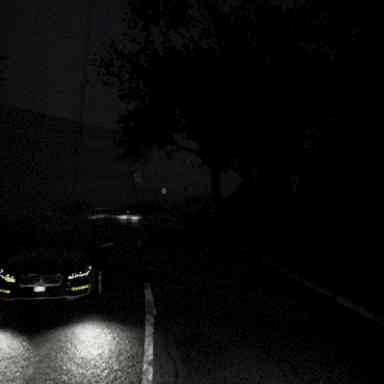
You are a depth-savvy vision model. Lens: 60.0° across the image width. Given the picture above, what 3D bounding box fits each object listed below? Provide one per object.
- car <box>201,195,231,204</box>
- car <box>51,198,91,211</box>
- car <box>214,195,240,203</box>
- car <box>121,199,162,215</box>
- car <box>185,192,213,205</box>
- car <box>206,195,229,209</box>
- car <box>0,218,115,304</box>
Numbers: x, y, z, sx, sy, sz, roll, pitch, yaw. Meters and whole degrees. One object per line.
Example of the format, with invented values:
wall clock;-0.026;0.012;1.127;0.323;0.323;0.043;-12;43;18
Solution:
car;4.274;1.326;60.114;5.008;1.535;2.097;0;0;28
car;-14.156;1.437;39.195;2.128;1.511;4.902;0;0;29
car;6.919;1.348;65.108;4.674;1.452;2.002;0;0;28
car;-4.832;1.448;32.817;2.033;1.411;5.357;0;0;22
car;1.611;1.087;55.127;5.566;2.045;2.435;0;0;28
car;3.932;1.447;42.936;1.812;1.442;4.674;0;0;28
car;-2.990;1.450;8.217;1.837;1.490;4.892;0;0;-8
